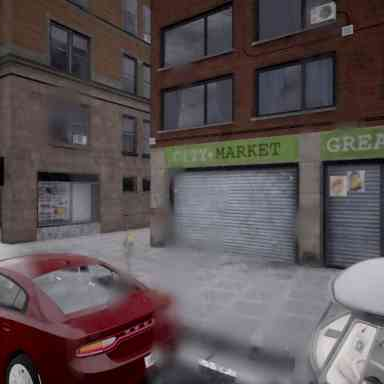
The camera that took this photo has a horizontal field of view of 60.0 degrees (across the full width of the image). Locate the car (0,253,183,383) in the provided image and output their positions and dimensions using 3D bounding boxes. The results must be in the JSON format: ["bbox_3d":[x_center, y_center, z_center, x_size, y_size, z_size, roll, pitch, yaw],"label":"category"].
[{"bbox_3d":[-2.211,1.544,4.653,4.507,1.381,1.887,0,0,35],"label":"car"}]

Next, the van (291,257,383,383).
[{"bbox_3d":[2.398,1.341,1.367,3.998,1.788,1.690,0,0,35],"label":"van"}]
